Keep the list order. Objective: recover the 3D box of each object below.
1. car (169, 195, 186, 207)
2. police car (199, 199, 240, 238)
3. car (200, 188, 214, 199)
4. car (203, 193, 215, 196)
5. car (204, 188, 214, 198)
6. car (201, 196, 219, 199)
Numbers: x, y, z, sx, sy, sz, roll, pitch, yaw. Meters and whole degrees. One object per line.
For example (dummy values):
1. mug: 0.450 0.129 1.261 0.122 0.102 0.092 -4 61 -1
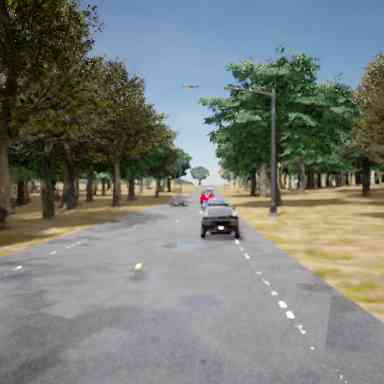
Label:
1. car: -1.775 1.174 43.074 1.837 1.490 4.892 0 1 4
2. police car: 1.405 1.391 17.624 1.930 1.638 5.238 0 0 2
3. car: 2.350 0.761 51.504 2.150 2.045 5.566 0 1 4
4. car: 2.263 1.260 33.606 1.801 1.575 5.366 0 1 4
5. car: 3.938 0.143 76.641 2.150 2.045 5.566 0 1 4
6. car: 1.877 1.360 27.445 1.882 1.535 5.008 0 1 3
